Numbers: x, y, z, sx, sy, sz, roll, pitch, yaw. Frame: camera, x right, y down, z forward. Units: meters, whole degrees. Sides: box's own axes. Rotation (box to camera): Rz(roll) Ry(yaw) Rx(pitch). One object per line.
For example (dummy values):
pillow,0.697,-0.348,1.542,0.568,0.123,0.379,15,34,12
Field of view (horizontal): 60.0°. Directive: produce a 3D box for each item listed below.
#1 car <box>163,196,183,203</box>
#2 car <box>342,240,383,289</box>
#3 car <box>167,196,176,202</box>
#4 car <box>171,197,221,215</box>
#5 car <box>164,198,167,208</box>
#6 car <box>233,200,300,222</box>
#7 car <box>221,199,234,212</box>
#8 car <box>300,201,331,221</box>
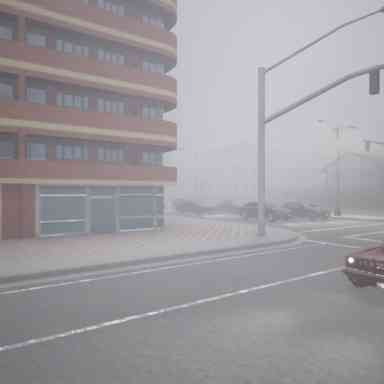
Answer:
car,-3.895,1.564,67.623,1.994,1.385,4.181,0,0,-35
car,5.697,1.601,8.042,4.718,1.301,1.895,0,0,-35
car,-0.854,1.505,42.582,1.837,1.490,4.892,0,0,-35
car,0.306,1.545,34.726,2.033,1.411,5.357,0,0,-34
car,-5.407,1.547,43.025,2.033,1.411,5.357,0,0,-34
car,5.828,1.505,26.696,1.837,1.490,4.892,0,0,-34
car,4.329,1.526,35.072,1.812,1.442,4.674,0,0,-34
car,9.264,1.526,27.901,1.812,1.442,4.674,0,0,-34
